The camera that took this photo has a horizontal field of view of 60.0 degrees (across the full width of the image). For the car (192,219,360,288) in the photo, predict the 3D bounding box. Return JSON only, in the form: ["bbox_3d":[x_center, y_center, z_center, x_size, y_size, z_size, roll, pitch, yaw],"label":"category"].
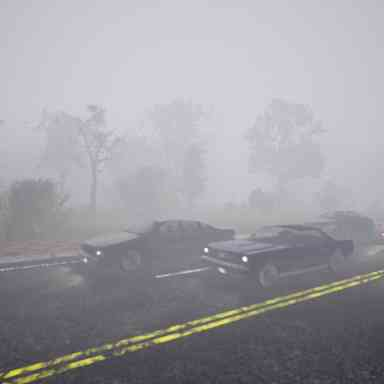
[{"bbox_3d":[2.541,1.637,9.487,4.718,1.301,1.895,0,0,-36],"label":"car"}]

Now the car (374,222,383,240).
[{"bbox_3d":[10.652,1.445,15.259,4.553,1.767,2.097,0,0,-36],"label":"car"}]

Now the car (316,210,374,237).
[{"bbox_3d":[7.586,1.648,17.062,4.181,1.385,1.994,0,0,-35],"label":"car"}]

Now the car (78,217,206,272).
[{"bbox_3d":[-0.869,1.574,11.048,5.357,1.411,2.033,0,0,-35],"label":"car"}]
